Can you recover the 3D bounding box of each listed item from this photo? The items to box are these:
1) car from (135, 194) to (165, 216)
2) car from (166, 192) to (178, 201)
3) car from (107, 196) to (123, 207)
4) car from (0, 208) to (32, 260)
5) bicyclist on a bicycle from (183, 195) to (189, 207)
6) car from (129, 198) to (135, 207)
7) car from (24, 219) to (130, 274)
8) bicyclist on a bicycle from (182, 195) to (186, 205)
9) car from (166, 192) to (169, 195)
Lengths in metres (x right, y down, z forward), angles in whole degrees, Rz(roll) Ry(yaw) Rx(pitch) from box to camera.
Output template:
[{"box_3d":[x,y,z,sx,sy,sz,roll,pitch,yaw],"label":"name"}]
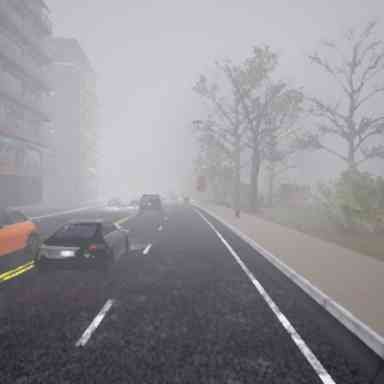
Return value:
[{"box_3d":[-3.942,1.187,32.730,2.150,2.045,5.566,0,0,-3],"label":"car"},{"box_3d":[-4.313,1.397,77.335,1.837,1.490,4.892,0,0,-7],"label":"car"},{"box_3d":[-11.736,1.439,50.970,2.128,1.511,4.902,0,0,-4],"label":"car"},{"box_3d":[-6.701,1.345,10.346,2.097,1.767,4.553,0,0,-1],"label":"car"},{"box_3d":[-0.622,1.397,45.788,0.582,1.620,1.656,0,0,-4],"label":"bicyclist on a bicycle"},{"box_3d":[-8.475,1.545,51.003,1.895,1.301,4.718,0,0,-4],"label":"car"},{"box_3d":[-3.252,1.555,10.584,1.994,1.385,4.181,0,0,-1],"label":"car"},{"box_3d":[-1.278,1.384,54.853,0.582,1.620,1.656,0,0,-5],"label":"bicyclist on a bicycle"},{"box_3d":[-5.960,1.024,91.031,2.150,2.045,5.566,0,0,-8],"label":"car"}]
